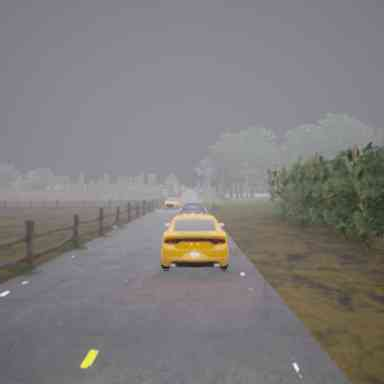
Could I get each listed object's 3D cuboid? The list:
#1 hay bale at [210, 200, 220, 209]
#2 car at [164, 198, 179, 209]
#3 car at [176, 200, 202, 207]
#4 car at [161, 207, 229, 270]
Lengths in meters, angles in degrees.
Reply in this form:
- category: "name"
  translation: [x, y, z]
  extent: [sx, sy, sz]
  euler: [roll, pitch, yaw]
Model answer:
- category: "hay bale"
  translation: [3.119, 1.703, 45.123]
  extent: [1.220, 1.180, 1.240]
  euler: [-1, -1, 0]
- category: "car"
  translation: [-2.631, 1.528, 45.508]
  extent: [1.882, 1.535, 5.008]
  euler: [1, 0, 5]
- category: "car"
  translation: [0.086, 1.563, 25.555]
  extent: [2.033, 1.411, 5.357]
  euler: [0, 0, 0]
- category: "car"
  translation: [0.085, 1.475, 11.038]
  extent: [1.882, 1.535, 5.008]
  euler: [0, 0, 0]
